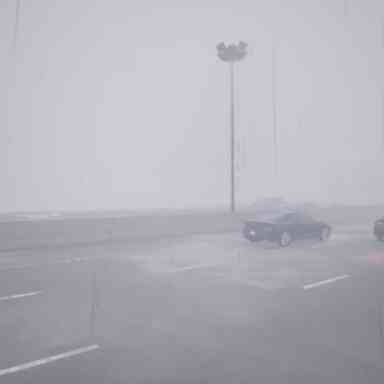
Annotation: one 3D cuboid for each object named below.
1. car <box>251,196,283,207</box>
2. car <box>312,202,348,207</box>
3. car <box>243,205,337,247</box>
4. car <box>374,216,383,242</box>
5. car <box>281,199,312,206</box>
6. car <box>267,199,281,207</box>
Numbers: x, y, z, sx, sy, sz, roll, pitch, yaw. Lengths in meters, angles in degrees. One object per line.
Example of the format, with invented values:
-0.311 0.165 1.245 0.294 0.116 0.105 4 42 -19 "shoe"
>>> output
10.732 1.642 46.716 5.566 2.045 2.150 0 -1 -36 "car"
16.064 1.917 37.606 4.718 1.301 1.895 0 -1 -36 "car"
4.620 1.621 15.888 5.008 1.535 1.882 0 -1 -37 "car"
10.588 1.613 15.958 4.902 1.511 2.128 0 -1 -37 "car"
13.245 1.857 39.884 4.892 1.490 1.837 1 -1 -36 "car"
12.544 1.991 43.703 4.718 1.301 1.895 0 -1 -36 "car"
